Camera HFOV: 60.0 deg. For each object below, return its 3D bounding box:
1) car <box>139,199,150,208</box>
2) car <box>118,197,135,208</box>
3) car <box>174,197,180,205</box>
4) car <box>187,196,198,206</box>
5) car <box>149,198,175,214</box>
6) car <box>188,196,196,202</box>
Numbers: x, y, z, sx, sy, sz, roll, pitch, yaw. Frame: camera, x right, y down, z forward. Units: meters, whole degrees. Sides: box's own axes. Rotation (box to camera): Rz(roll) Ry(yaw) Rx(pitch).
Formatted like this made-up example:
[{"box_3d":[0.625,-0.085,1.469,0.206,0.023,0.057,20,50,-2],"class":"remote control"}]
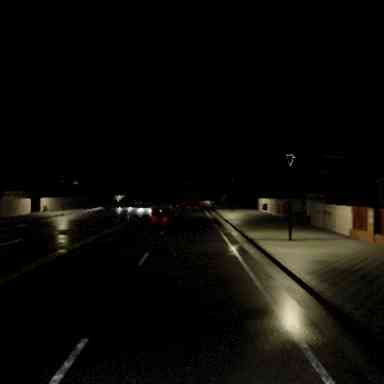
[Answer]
[{"box_3d":[-6.578,1.636,49.314,1.895,1.301,4.718,0,0,0],"class":"car"},{"box_3d":[-9.824,1.541,50.191,1.837,1.490,4.892,0,0,0],"class":"car"},{"box_3d":[-3.167,1.652,60.978,1.895,1.301,4.718,0,0,0],"class":"car"},{"box_3d":[0.083,1.535,57.107,2.128,1.511,4.902,0,0,0],"class":"car"},{"box_3d":[-3.161,1.621,35.814,1.895,1.301,4.718,0,0,0],"class":"car"},{"box_3d":[-0.022,1.604,80.036,1.812,1.442,4.674,0,0,0],"class":"car"}]
